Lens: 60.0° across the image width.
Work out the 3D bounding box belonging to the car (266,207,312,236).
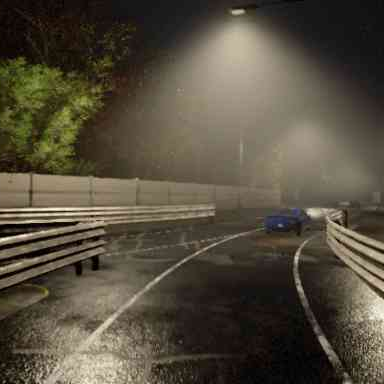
[{"bbox_3d":[5.843,1.641,19.783,1.882,1.535,5.008,1,0,28],"label":"car"}]

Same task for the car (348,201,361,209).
[{"bbox_3d":[29.299,2.285,60.076,2.033,1.411,5.357,1,0,31],"label":"car"}]

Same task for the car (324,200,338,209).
[{"bbox_3d":[24.755,2.139,59.283,2.128,1.511,4.902,1,0,31],"label":"car"}]
